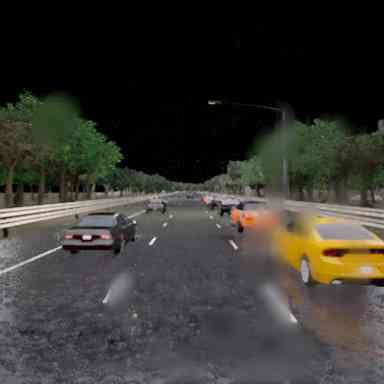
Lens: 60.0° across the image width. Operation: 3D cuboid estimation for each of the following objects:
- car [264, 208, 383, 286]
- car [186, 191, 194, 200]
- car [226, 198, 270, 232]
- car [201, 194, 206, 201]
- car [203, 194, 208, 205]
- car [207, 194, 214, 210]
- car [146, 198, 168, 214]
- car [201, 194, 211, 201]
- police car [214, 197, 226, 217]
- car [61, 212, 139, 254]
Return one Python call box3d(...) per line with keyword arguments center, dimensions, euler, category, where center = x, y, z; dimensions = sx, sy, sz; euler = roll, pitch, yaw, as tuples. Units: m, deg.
box3d(center=(3.600, 1.449, 9.337), dimensions=(1.882, 1.535, 5.008), euler=(0, 0, 0), category="car")
box3d(center=(-0.459, 1.104, 83.710), dimensions=(1.837, 1.490, 4.892), euler=(0, 0, 0), category="car")
box3d(center=(3.469, 1.294, 19.568), dimensions=(2.097, 1.767, 4.553), euler=(0, 0, 0), category="car")
box3d(center=(3.174, 1.158, 63.566), dimensions=(2.097, 1.767, 4.553), euler=(0, 0, 0), category="car")
box3d(center=(3.247, 1.442, 52.628), dimensions=(1.895, 1.301, 4.718), euler=(0, 0, 0), category="car")
box3d(center=(3.321, 1.354, 41.598), dimensions=(1.882, 1.535, 5.008), euler=(0, 0, 0), category="car")
box3d(center=(-3.528, 1.390, 34.022), dimensions=(2.128, 1.511, 4.902), euler=(0, 0, 0), category="car")
box3d(center=(3.100, 1.248, 74.597), dimensions=(1.882, 1.535, 5.008), euler=(0, 0, 0), category="car")
box3d(center=(3.394, 1.334, 30.708), dimensions=(1.930, 1.638, 5.238), euler=(0, 0, 0), category="police car")
box3d(center=(-3.408, 1.507, 13.273), dimensions=(2.033, 1.411, 5.357), euler=(0, 0, 0), category="car")
